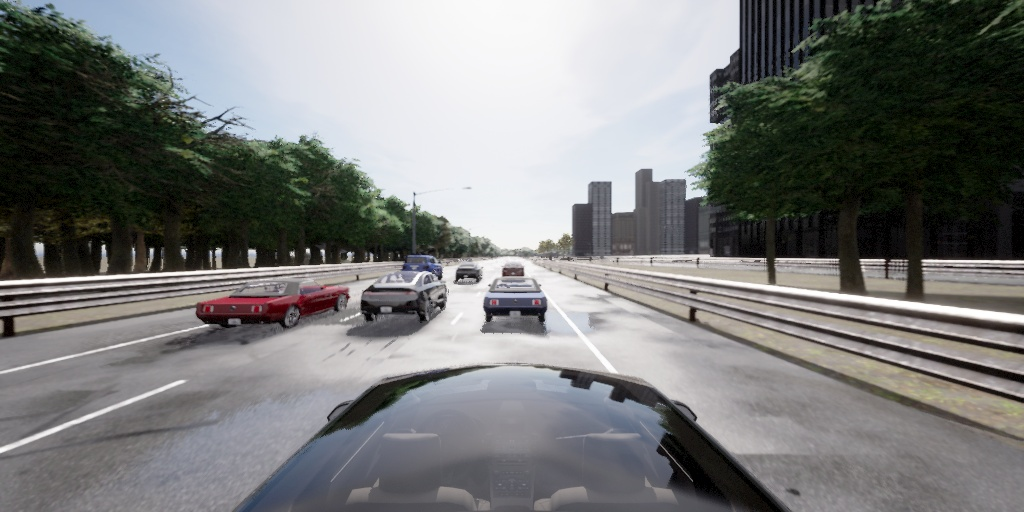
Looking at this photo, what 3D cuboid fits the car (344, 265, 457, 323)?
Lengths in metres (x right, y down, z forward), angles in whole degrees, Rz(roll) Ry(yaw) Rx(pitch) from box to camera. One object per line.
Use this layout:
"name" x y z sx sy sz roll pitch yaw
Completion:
"car" -3.401 1.242 12.126 2.128 1.511 4.902 0 0 0

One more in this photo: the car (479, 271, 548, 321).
"car" 0.098 1.352 12.422 1.895 1.301 4.718 0 0 0

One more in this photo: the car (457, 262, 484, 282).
"car" -3.401 1.258 28.933 1.837 1.490 4.892 0 0 0

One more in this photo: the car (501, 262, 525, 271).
"car" 0.099 1.231 30.385 1.882 1.535 5.008 0 0 0

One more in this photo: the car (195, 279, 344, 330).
"car" -6.902 1.352 11.149 1.895 1.301 4.718 0 0 0

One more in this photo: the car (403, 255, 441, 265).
"car" -6.901 0.974 28.066 2.150 2.045 5.566 0 0 0
